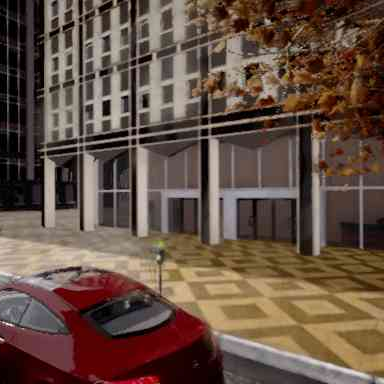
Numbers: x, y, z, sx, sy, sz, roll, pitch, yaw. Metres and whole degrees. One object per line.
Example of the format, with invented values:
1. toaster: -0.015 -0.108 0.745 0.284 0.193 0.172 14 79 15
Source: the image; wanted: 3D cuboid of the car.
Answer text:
1. car: -1.625 1.593 4.036 4.206 1.307 1.802 0 0 35
